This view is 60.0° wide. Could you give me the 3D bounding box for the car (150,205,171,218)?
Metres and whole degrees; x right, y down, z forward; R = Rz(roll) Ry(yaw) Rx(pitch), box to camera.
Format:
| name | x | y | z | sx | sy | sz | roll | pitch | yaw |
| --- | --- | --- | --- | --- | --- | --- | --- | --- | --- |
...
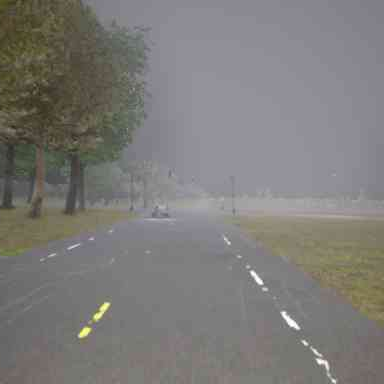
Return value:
| name | x | y | z | sx | sy | sz | roll | pitch | yaw |
| --- | --- | --- | --- | --- | --- | --- | --- | --- | --- |
| car | -3.524 | 2.191 | 38.115 | 1.812 | 1.442 | 4.674 | 0 | -1 | 1 |
